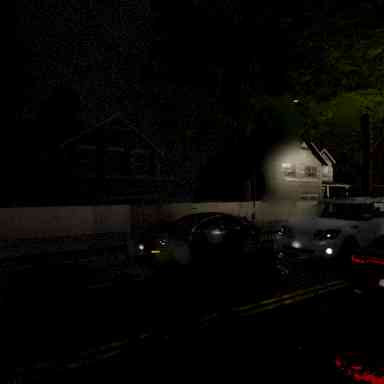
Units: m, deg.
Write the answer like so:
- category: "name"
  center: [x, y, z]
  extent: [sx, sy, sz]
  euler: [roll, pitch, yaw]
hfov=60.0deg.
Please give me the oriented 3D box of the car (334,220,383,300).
- category: "car"
  center: [5.474, 1.477, 7.348]
  extent: [5.008, 1.535, 1.882]
  euler: [0, 0, -36]

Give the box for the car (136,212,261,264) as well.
- category: "car"
  center: [0.373, 1.505, 11.939]
  extent: [4.892, 1.490, 1.837]
  euler: [0, 0, -36]

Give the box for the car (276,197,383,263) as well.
- category: "car"
  center: [5.355, 1.221, 11.503]
  extent: [5.566, 2.045, 2.150]
  euler: [0, 0, -36]
